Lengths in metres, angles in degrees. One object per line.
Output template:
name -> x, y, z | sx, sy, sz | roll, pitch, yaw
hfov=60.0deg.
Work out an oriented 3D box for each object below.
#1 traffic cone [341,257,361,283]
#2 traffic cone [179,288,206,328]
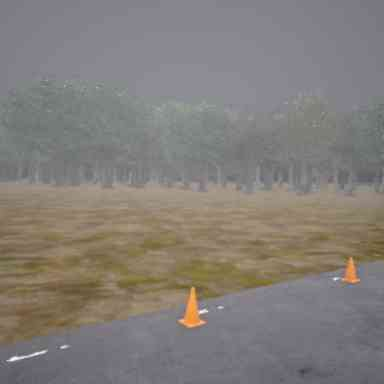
traffic cone -> 4.092, 1.977, 8.555 | 0.340, 0.580, 0.340 | 1, 0, -35
traffic cone -> 0.016, 1.924, 5.659 | 0.340, 0.580, 0.340 | 1, 0, -35
